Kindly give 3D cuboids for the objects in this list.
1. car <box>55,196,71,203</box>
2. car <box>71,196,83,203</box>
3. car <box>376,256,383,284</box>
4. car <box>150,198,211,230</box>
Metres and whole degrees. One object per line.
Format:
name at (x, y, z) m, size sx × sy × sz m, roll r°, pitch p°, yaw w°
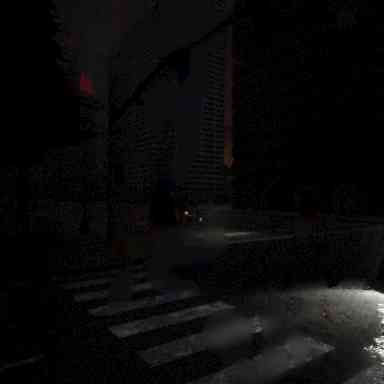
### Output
car at (-30.363, 1.696, 77.260) m, size 1.837 × 1.490 × 4.892 m, roll 1°, pitch -1°, yaw -35°
car at (-27.512, 1.766, 79.289) m, size 2.128 × 1.511 × 4.902 m, roll 1°, pitch -1°, yaw -35°
car at (6.607, 1.716, 8.562) m, size 4.181 × 1.385 × 1.994 m, roll 1°, pitch -1°, yaw -35°
car at (-0.992, 1.450, 23.759) m, size 2.150 × 2.045 × 5.566 m, roll 1°, pitch -1°, yaw -35°
